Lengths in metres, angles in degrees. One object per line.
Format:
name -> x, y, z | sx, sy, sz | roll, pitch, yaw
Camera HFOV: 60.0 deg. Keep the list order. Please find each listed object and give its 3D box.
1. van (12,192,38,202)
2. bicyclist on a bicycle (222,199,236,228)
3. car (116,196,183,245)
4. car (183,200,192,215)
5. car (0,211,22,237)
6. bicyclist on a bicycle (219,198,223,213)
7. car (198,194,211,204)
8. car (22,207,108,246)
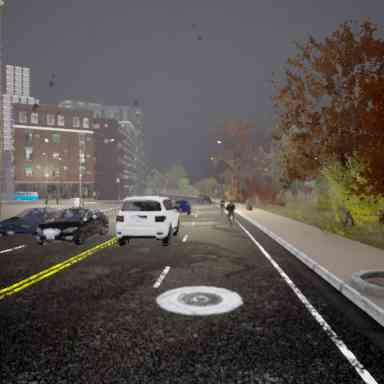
van -> -28.418, 0.878, 56.991 | 3.998, 1.788, 1.690 | 1, -1, -29
bicyclist on a bicycle -> 2.463, 1.363, 21.163 | 0.659, 1.776, 1.843 | 0, 0, 3
car -> -1.896, 1.217, 15.579 | 2.150, 2.045, 5.566 | 0, 0, 3
car -> -1.045, 1.513, 33.870 | 1.812, 1.442, 4.674 | 0, 0, 2
car -> -8.430, 1.543, 18.376 | 2.033, 1.411, 5.357 | 0, 0, 3
bicyclist on a bicycle -> 2.947, 1.439, 32.211 | 0.582, 1.620, 1.656 | 0, 0, 2
car -> 2.571, 1.465, 62.653 | 1.837, 1.490, 4.892 | 0, 0, 0
car -> -5.358, 1.488, 15.412 | 2.128, 1.511, 4.902 | 0, 0, 4
